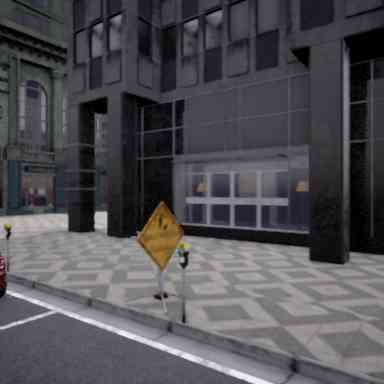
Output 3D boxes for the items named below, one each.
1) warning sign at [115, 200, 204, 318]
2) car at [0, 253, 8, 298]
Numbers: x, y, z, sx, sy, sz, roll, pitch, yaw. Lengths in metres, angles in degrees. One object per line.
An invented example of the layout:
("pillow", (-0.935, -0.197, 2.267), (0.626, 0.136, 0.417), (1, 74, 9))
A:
("warning sign", (-0.580, 1.099, 6.201), (1.060, 1.860, 1.300), (0, 0, 35))
("car", (-5.736, 1.405, 7.053), (4.097, 1.590, 1.967), (0, 0, 35))
